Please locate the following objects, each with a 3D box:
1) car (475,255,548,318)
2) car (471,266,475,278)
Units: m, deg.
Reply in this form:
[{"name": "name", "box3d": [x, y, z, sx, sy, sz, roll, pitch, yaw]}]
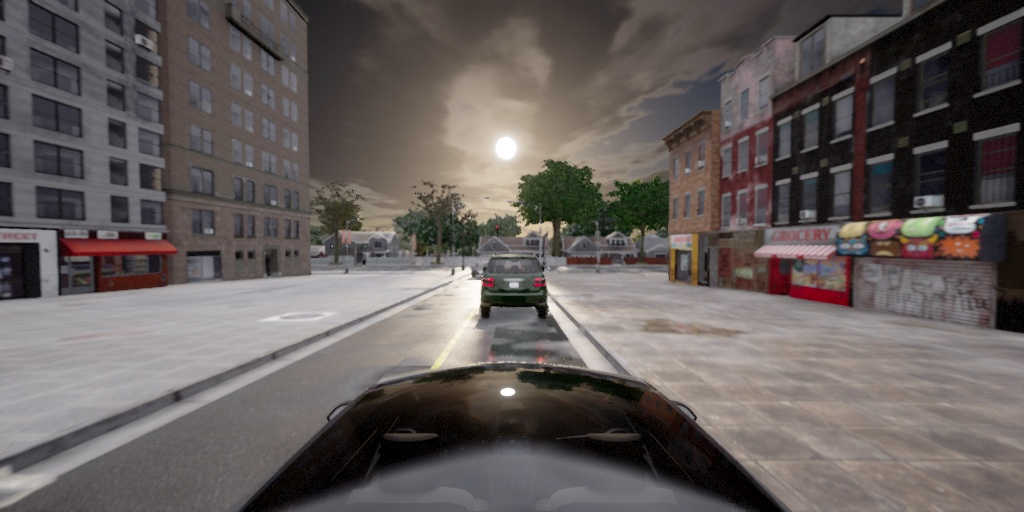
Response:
[{"name": "car", "box3d": [0.072, 0.991, 13.314, 2.150, 2.045, 5.566, 0, -1, 0]}, {"name": "car", "box3d": [-2.844, 1.295, 35.065, 2.128, 1.511, 4.902, 0, 0, 0]}]
